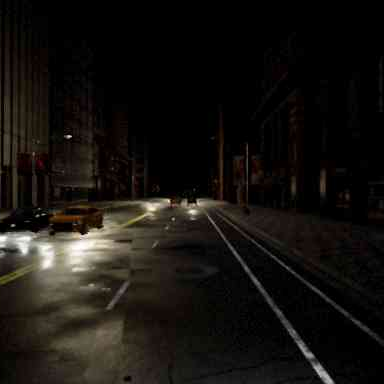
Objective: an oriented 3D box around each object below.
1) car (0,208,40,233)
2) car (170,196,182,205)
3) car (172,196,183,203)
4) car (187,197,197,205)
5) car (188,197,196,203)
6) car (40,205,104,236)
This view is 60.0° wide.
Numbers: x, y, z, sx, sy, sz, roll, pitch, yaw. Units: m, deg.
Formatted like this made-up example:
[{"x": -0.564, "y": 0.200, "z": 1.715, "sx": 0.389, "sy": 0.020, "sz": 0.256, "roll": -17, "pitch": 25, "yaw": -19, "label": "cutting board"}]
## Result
[{"x": -9.805, "y": 1.650, "z": 20.205, "sx": 1.994, "sy": 1.385, "sz": 4.181, "roll": 0, "pitch": 0, "yaw": 0, "label": "car"}, {"x": -3.247, "y": 1.810, "z": 64.940, "sx": 1.882, "sy": 1.535, "sz": 5.008, "roll": 0, "pitch": 0, "yaw": 0, "label": "car"}, {"x": -3.246, "y": 1.762, "z": 75.360, "sx": 2.128, "sy": 1.511, "sz": 4.902, "roll": 0, "pitch": 0, "yaw": 0, "label": "car"}, {"x": 0.003, "y": 1.811, "z": 64.941, "sx": 1.882, "sy": 1.535, "sz": 5.008, "roll": 0, "pitch": 0, "yaw": 0, "label": "car"}, {"x": 0.004, "y": 1.761, "z": 75.360, "sx": 1.812, "sy": 1.442, "sz": 4.674, "roll": 0, "pitch": 0, "yaw": 0, "label": "car"}, {"x": -6.563, "y": 1.559, "z": 19.291, "sx": 1.882, "sy": 1.535, "sz": 5.008, "roll": 0, "pitch": -1, "yaw": 0, "label": "car"}]
